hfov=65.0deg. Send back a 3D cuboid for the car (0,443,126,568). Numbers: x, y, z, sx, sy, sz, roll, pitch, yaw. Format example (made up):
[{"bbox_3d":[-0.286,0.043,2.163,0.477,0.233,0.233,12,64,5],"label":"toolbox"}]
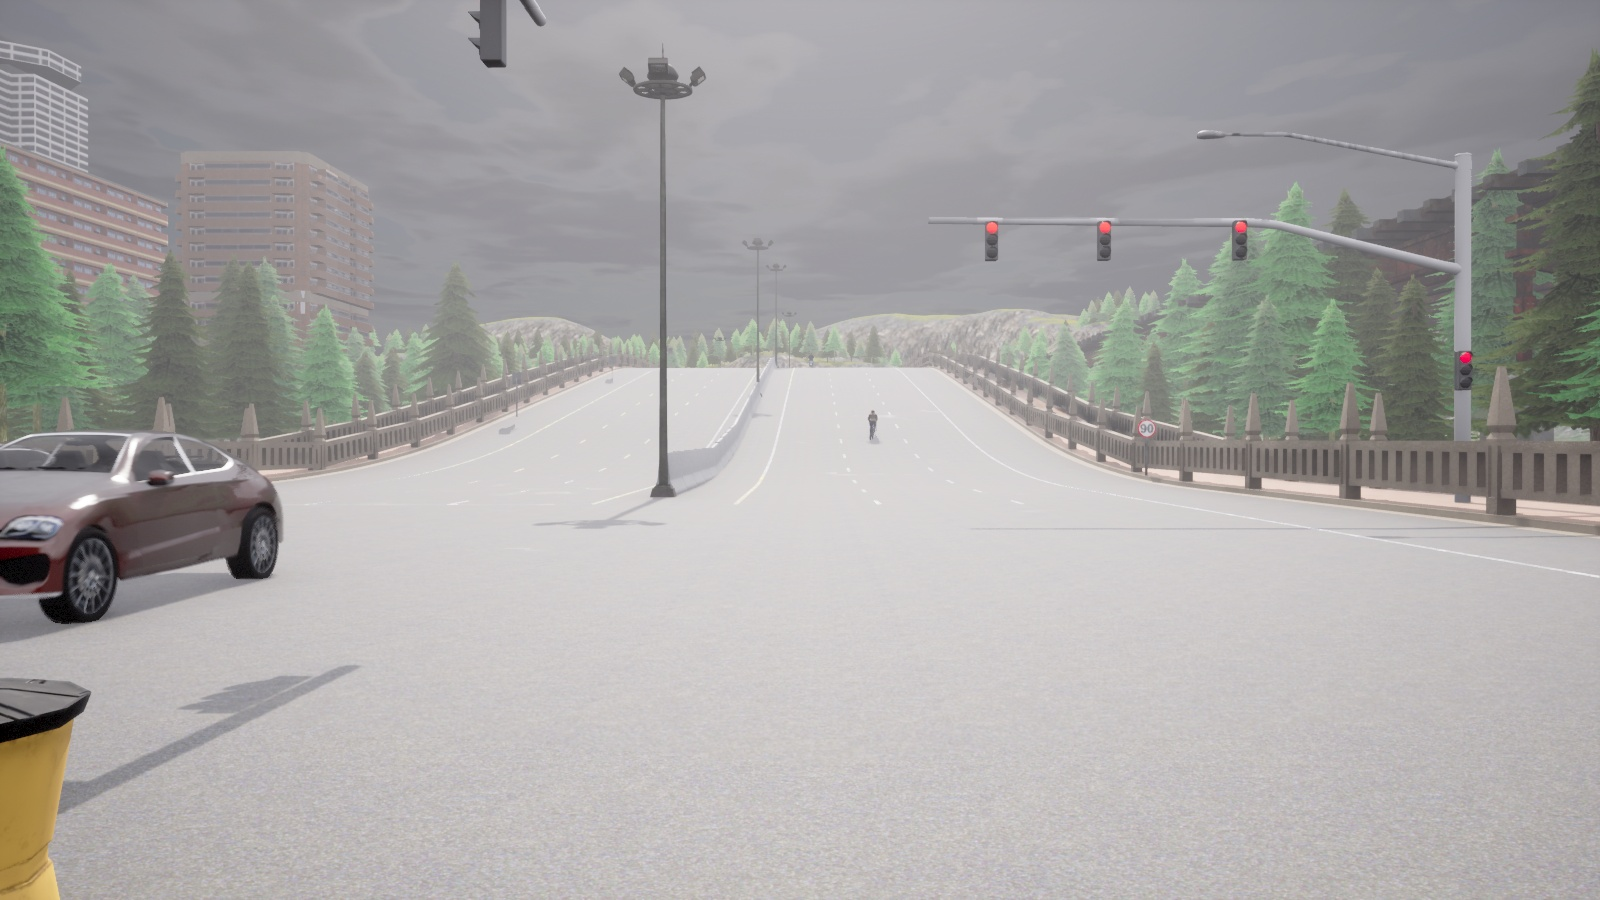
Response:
[{"bbox_3d":[-10.403,0.657,15.189,1.837,1.490,4.892,0,0,0],"label":"car"}]

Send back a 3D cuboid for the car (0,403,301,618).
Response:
[{"bbox_3d":[-6.919,0.451,12.159,2.152,1.651,5.027,0,0,0],"label":"car"}]
